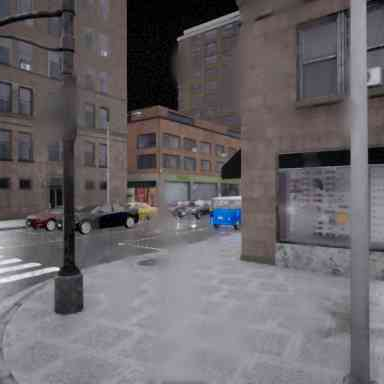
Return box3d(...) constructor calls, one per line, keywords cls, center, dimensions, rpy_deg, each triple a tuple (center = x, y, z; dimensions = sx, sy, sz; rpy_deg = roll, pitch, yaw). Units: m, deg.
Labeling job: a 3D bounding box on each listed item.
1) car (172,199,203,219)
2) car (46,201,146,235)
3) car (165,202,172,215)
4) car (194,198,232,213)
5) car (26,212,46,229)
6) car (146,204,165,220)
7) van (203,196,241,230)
box3d(cls="car", center=(0.756, 1.308, 26.623), dimensions=(1.812, 1.442, 4.674), rpy_deg=(0, 0, 36))
box3d(cls="car", center=(-5.139, 1.356, 18.529), dimensions=(1.882, 1.535, 5.008), rpy_deg=(0, 0, 35))
box3d(cls="car", center=(-1.078, 1.370, 28.781), dimensions=(1.802, 1.307, 4.206), rpy_deg=(0, 1, 36))
box3d(cls="car", center=(2.151, 1.318, 33.223), dimensions=(1.802, 1.307, 4.206), rpy_deg=(0, 1, 36))
box3d(cls="car", center=(-7.538, 1.438, 19.894), dimensions=(1.887, 1.381, 4.507), rpy_deg=(0, 1, 36))
box3d(cls="car", center=(-4.408, 1.368, 24.199), dimensions=(1.752, 1.417, 4.829), rpy_deg=(0, 1, 36))
box3d(cls="van", center=(2.608, 1.144, 19.338), dimensions=(1.690, 1.788, 3.998), rpy_deg=(0, 1, 36))
